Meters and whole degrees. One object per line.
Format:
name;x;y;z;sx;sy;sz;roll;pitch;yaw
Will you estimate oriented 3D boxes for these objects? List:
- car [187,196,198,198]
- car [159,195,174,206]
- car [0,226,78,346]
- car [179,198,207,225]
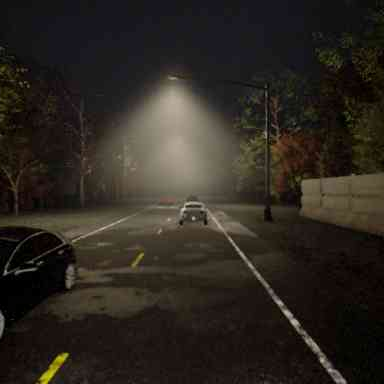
car;0.091;1.269;42.153;1.837;1.490;4.892;0;0;0
car;-3.589;1.206;47.422;1.882;1.535;5.008;0;0;0
car;-3.584;1.456;5.991;1.837;1.490;4.892;2;0;0
car;0.098;1.407;23.137;1.812;1.442;4.674;0;1;0
